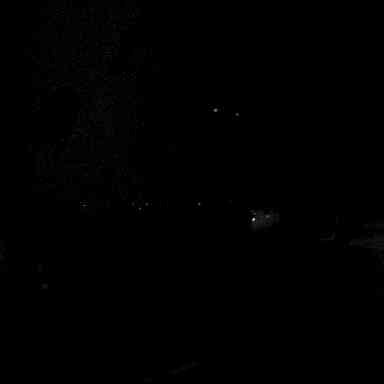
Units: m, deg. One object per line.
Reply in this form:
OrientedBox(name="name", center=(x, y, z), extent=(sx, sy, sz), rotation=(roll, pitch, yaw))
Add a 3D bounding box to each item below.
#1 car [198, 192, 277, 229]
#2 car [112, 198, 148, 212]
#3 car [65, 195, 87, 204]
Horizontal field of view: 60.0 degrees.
OrientedBox(name="car", center=(2.639, 1.040, 20.631), extent=(2.150, 2.045, 5.566), rotation=(0, 1, -35))
OrientedBox(name="car", center=(-6.135, 1.244, 32.940), extent=(1.895, 1.301, 4.718), rotation=(0, 0, -35))
OrientedBox(name="car", center=(-16.835, 1.087, 48.120), extent=(2.033, 1.411, 5.357), rotation=(0, 0, -35))
